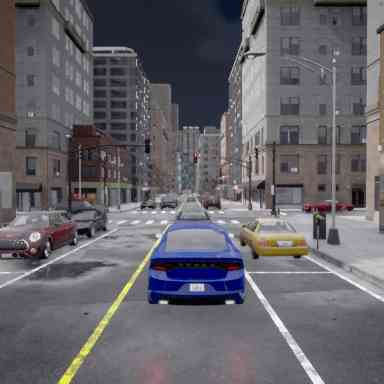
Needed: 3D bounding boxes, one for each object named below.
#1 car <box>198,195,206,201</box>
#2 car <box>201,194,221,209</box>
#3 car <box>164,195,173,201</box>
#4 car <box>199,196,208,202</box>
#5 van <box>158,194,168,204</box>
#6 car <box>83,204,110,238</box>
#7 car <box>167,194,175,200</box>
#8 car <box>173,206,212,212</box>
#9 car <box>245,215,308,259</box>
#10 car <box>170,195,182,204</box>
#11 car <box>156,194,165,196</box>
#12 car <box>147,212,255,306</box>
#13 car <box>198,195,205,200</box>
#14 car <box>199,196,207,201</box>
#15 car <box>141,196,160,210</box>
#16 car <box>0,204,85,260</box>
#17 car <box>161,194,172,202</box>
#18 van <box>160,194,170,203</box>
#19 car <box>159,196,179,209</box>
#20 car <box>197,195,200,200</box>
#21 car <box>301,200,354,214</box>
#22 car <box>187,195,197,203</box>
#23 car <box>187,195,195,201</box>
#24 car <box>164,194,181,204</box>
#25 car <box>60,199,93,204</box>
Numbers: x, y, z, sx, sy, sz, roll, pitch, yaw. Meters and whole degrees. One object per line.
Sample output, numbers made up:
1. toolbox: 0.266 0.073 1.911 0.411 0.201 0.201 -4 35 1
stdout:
1. car: 2.668 1.633 89.304 1.947 1.339 4.313 -1 0 0
2. car: 2.750 1.349 44.617 2.192 1.841 5.009 -1 0 0
3. car: -5.858 1.505 83.700 1.967 1.590 4.097 -1 0 0
4. car: 2.688 1.587 78.303 1.752 1.417 4.829 -1 0 0
5. van: -5.823 1.396 66.943 1.690 1.788 3.998 -1 0 0
6. car: -5.715 1.570 17.726 1.947 1.339 4.313 -1 0 0
7. car: -5.882 1.510 94.871 1.967 1.590 4.097 -1 0 0
8. car: 0.063 1.605 17.515 1.895 1.301 4.718 0 0 0
9. car: 2.821 1.527 12.419 1.752 1.417 4.829 -1 0 0
10. car: -3.180 1.406 65.450 2.097 1.767 4.553 0 0 1
11. car: -5.797 1.571 55.601 1.752 1.417 4.829 -1 0 0
12. car: 0.079 1.478 8.152 1.882 1.535 5.008 0 0 0
13. car: 2.657 1.621 94.890 2.008 1.369 4.403 -1 0 0
14. car: 2.678 1.631 83.718 1.947 1.339 4.313 -1 0 0
15. car: -5.773 1.600 44.599 1.947 1.339 4.313 -1 0 0
16. car: -5.704 1.441 12.230 1.967 1.590 4.097 -1 0 0
17. car: -5.847 1.377 78.115 2.192 1.841 5.009 -1 0 0
18. van: -5.835 1.400 72.529 1.690 1.788 3.998 -1 0 0
19. car: -3.193 1.582 45.347 2.033 1.411 5.357 0 0 0
20. car: 2.707 1.370 66.961 2.192 1.841 5.009 -1 0 0
21. car: 13.289 1.457 32.882 4.718 1.301 1.895 -1 1 -1
22. car: -0.159 1.577 74.045 2.128 1.511 4.902 0 0 0
23. car: -0.182 1.534 84.497 1.895 1.301 4.718 0 0 0
24. car: -3.207 1.550 55.245 1.837 1.490 4.892 0 0 0
25. car: -9.562 1.448 28.948 4.553 1.767 2.097 -1 0 8
